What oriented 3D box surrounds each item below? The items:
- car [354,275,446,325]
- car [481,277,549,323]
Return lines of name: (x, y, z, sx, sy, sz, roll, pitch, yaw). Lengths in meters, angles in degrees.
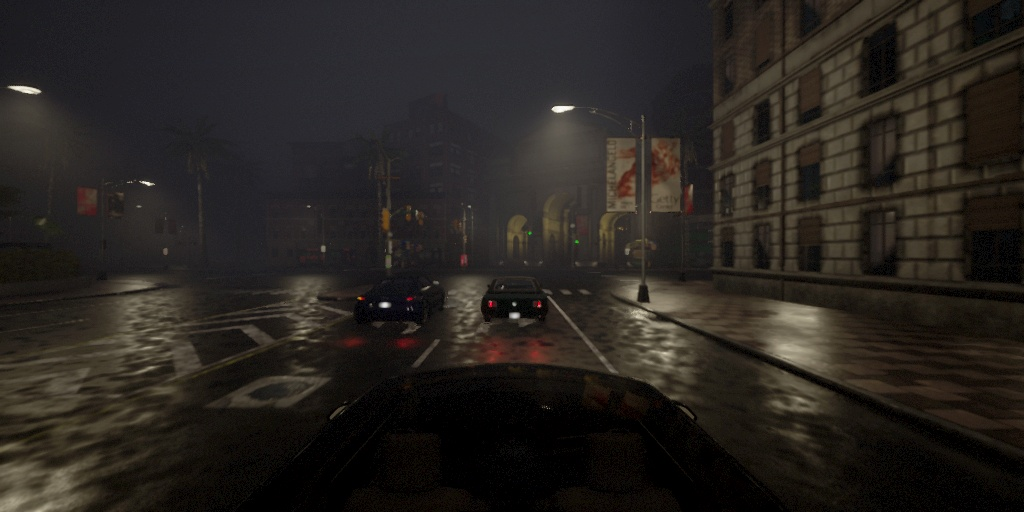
car: (-3.418, 1.294, 11.678, 1.994, 1.385, 4.181, 0, 0, 0)
car: (0.089, 1.330, 11.939, 1.895, 1.301, 4.718, 0, 0, 0)
